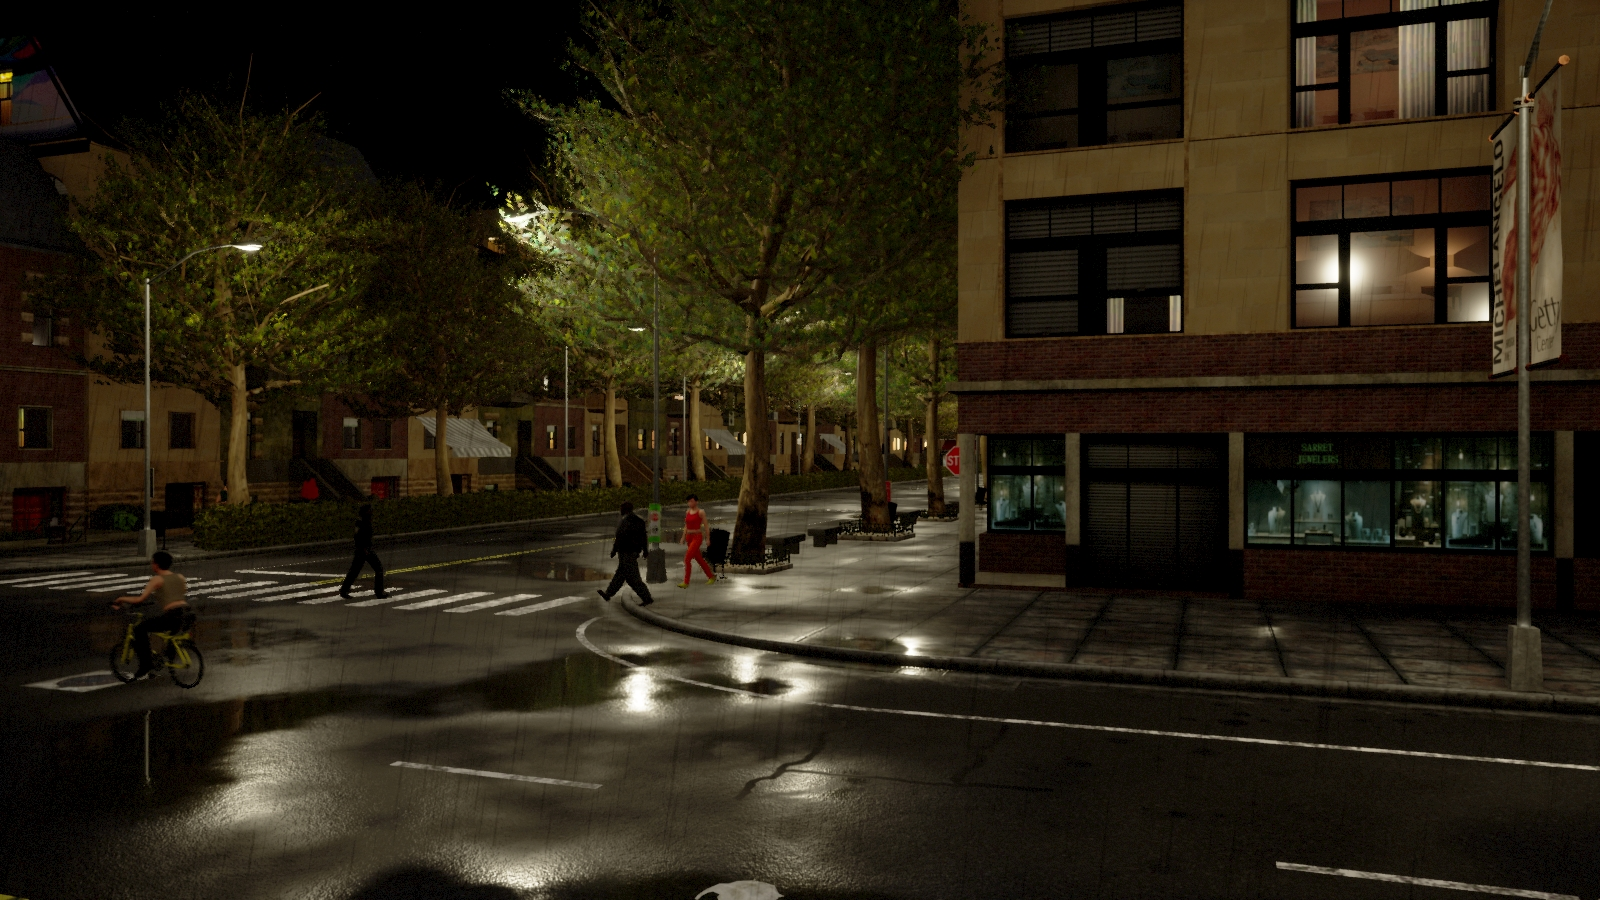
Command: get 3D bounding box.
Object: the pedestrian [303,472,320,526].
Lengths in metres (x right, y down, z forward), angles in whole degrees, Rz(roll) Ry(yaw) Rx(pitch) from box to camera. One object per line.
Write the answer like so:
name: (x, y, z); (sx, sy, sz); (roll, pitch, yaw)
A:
pedestrian: (-16.884, 1.696, 39.500); (0.375, 1.860, 0.375); (0, 0, 17)

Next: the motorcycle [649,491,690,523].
motorcycle: (-5.119, 2.213, 44.892); (0.803, 1.145, 2.033); (0, 0, 20)

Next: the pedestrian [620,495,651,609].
pedestrian: (-2.755, 1.697, 19.136); (0.375, 1.860, 0.375); (0, 0, 22)

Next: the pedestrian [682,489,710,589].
pedestrian: (-1.987, 1.696, 21.904); (0.375, 1.860, 0.375); (0, 0, 41)

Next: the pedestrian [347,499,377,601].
pedestrian: (-8.141, 1.849, 21.252); (0.375, 1.860, 0.375); (0, 0, 12)

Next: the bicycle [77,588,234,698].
bicycle: (-7.616, 2.256, 13.520); (1.487, 1.080, 0.859); (0, 0, 20)

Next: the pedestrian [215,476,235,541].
pedestrian: (-16.671, 1.696, 33.123); (0.375, 1.860, 0.375); (0, 0, 20)
